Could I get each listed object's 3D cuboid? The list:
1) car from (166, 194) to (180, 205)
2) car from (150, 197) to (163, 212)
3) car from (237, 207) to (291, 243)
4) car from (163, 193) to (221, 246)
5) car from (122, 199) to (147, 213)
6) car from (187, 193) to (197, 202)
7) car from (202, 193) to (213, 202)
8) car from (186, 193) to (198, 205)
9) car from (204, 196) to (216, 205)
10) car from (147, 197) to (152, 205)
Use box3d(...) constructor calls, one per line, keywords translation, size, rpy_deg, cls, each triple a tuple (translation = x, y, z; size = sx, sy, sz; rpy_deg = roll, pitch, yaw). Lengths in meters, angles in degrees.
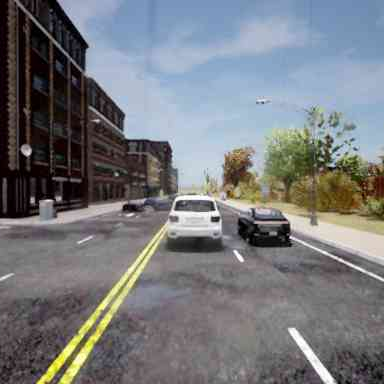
box3d(translation=(-3.290, 1.309, 57.840), size=(2.097, 1.767, 4.553), rpy_deg=(0, 0, 0), cls="car")
box3d(translation=(-3.343, 1.533, 38.745), size=(1.994, 1.385, 4.181), rpy_deg=(0, 0, 0), cls="car")
box3d(translation=(3.344, 1.478, 16.093), size=(2.128, 1.511, 4.902), rpy_deg=(0, 0, 0), cls="car")
box3d(translation=(0.106, 1.197, 15.224), size=(2.150, 2.045, 5.566), rpy_deg=(0, 0, 0), cls="car")
box3d(translation=(-6.596, 1.570, 37.458), size=(1.895, 1.301, 4.718), rpy_deg=(0, 0, 0), cls="car")
box3d(translation=(0.002, 1.139, 71.114), size=(2.097, 1.767, 4.553), rpy_deg=(0, 0, 0), cls="car")
box3d(translation=(3.252, 1.139, 71.113), size=(2.097, 1.767, 4.553), rpy_deg=(0, 0, 0), cls="car")
box3d(translation=(0.002, 1.178, 60.752), size=(2.150, 2.045, 5.566), rpy_deg=(0, 0, 0), cls="car")
box3d(translation=(3.252, 1.434, 60.722), size=(1.882, 1.535, 5.008), rpy_deg=(0, 0, 0), cls="car")
box3d(translation=(-6.565, 1.523, 54.433), size=(1.994, 1.385, 4.181), rpy_deg=(0, 0, 0), cls="car")
